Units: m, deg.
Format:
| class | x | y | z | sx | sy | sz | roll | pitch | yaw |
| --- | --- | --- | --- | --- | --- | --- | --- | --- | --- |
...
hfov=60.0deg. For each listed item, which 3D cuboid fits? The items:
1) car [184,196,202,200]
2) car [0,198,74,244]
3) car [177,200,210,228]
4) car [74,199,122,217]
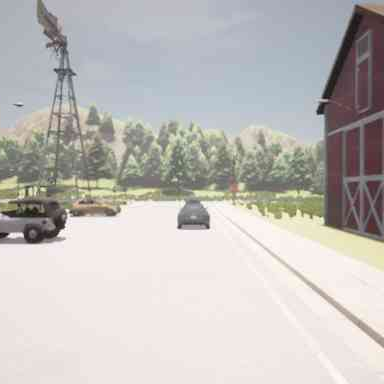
| class | x | y | z | sx | sy | sz | roll | pitch | yaw |
| --- | --- | --- | --- | --- | --- | --- | --- | --- | --- |
| car | 0.098 | 1.233 | 39.536 | 1.837 | 1.490 | 4.892 | 0 | 0 | 0 |
| car | -7.577 | 1.212 | 14.654 | 3.866 | 1.878 | 1.905 | 0 | 0 | 1 |
| car | 0.100 | 1.418 | 21.119 | 1.994 | 1.385 | 4.181 | 0 | 0 | 0 |
| car | -8.069 | 1.312 | 28.141 | 4.193 | 1.474 | 1.816 | 0 | 0 | 1 |
